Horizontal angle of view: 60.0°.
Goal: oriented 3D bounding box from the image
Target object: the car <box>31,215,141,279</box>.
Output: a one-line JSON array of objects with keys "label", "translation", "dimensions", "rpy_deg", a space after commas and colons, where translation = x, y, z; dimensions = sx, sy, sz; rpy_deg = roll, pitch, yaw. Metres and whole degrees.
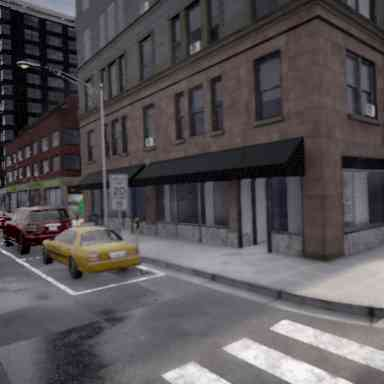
[{"label": "car", "translation": [-3.385, 1.639, 10.452], "dimensions": [1.752, 1.417, 4.829], "rpy_deg": [-2, 0, -39]}]

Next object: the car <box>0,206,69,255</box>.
[{"label": "car", "translation": [-6.864, 1.547, 14.727], "dimensions": [2.192, 1.841, 5.009], "rpy_deg": [-2, 0, -39]}]
